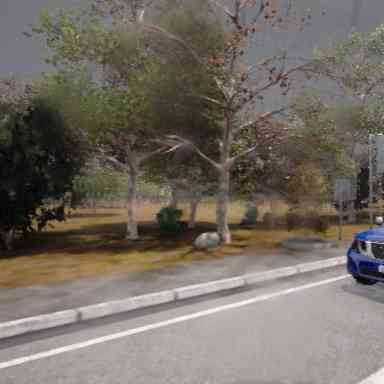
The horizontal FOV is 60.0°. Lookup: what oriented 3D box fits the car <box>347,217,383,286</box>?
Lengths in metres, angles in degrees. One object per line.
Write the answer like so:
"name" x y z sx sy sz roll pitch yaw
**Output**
"car" 6.205 1.215 8.305 5.566 2.045 2.150 0 0 -35
